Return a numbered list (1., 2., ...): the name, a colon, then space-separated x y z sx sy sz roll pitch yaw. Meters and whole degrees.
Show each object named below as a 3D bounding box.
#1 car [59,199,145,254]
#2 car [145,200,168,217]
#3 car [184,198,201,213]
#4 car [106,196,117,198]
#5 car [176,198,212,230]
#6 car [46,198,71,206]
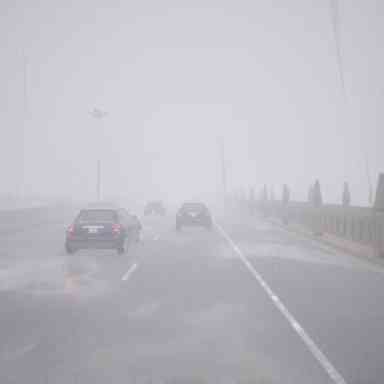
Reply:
1. car: -3.403 1.353 13.569 2.097 1.767 4.553 0 0 0
2. car: -3.408 1.510 31.759 1.837 1.490 4.892 0 0 0
3. car: 0.081 1.484 38.946 1.882 1.535 5.008 0 0 0
4. car: -14.168 1.357 58.509 2.033 1.411 5.357 0 0 -1
5. car: 0.095 1.354 21.109 2.097 1.767 4.553 0 0 0
6. car: -17.536 1.501 43.849 2.128 1.511 4.902 0 0 1
